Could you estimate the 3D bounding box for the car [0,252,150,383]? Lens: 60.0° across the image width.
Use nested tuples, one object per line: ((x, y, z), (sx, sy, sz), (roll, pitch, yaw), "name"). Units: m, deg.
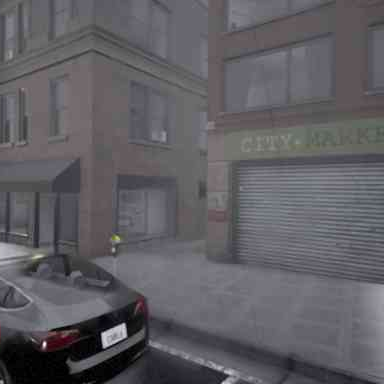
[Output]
((-2.514, 1.563, 4.763), (4.313, 1.339, 1.947), (0, 1, 36), "car")
